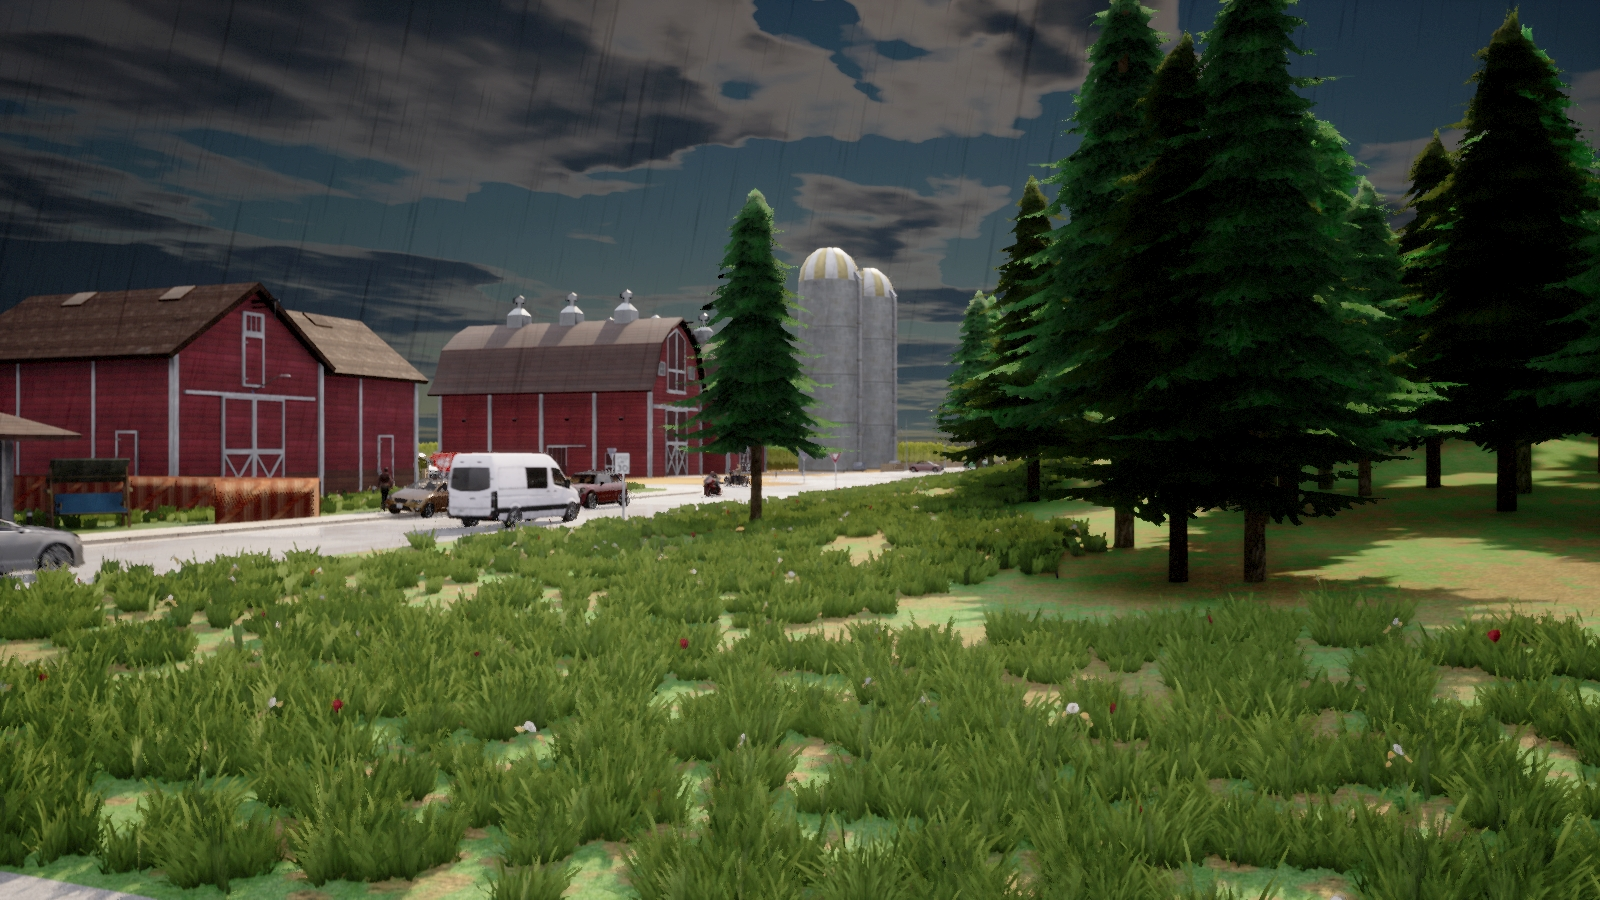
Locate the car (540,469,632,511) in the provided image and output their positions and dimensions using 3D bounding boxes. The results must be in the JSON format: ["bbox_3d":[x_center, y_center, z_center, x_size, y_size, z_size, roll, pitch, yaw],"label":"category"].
[{"bbox_3d":[-9.658,1.779,52.044,2.097,1.767,4.553,0,0,20],"label":"car"}]

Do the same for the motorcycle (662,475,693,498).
[{"bbox_3d":[-7.028,2.080,65.685,0.867,1.251,2.209,0,0,20],"label":"motorcycle"}]

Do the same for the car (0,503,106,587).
[{"bbox_3d":[-16.674,1.919,22.468,2.128,1.511,4.902,0,0,20],"label":"car"}]

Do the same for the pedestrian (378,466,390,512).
[{"bbox_3d":[-16.874,1.571,46.338,0.375,1.860,0.375,0,0,0],"label":"pedestrian"}]

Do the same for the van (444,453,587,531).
[{"bbox_3d":[-10.022,1.406,40.814,1.988,2.561,5.915,0,0,20],"label":"van"}]
